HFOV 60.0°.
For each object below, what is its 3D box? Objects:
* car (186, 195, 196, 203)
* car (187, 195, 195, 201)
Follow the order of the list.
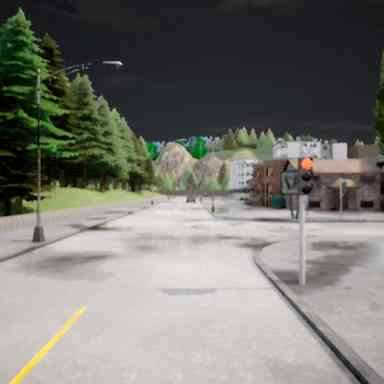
[{"bbox_3d":[-0.204,1.539,68.080,2.128,1.511,4.902,0,0,0],"label":"car"},{"bbox_3d":[-0.235,1.388,78.500,1.837,1.490,4.892,0,0,0],"label":"car"}]
